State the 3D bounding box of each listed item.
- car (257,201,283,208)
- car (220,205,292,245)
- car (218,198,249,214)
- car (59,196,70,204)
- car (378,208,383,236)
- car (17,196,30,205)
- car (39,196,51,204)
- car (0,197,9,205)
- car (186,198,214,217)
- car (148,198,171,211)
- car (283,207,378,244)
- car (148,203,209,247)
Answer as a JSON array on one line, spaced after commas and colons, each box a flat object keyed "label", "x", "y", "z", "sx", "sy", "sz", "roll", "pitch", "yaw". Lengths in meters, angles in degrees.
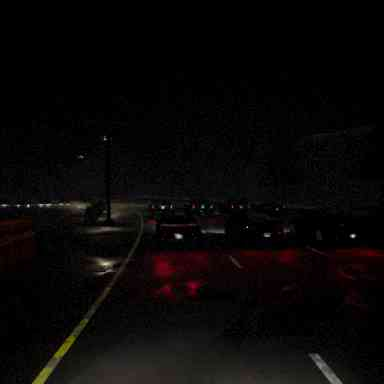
[{"label": "car", "x": 7.424, "y": 1.570, "z": 32.407, "sx": 1.994, "sy": 1.385, "sz": 4.181, "roll": 0, "pitch": 0, "yaw": -11}, {"label": "car", "x": 2.760, "y": 1.530, "z": 15.446, "sx": 1.812, "sy": 1.442, "sz": 4.674, "roll": 0, "pitch": 0, "yaw": -5}, {"label": "car", "x": 3.991, "y": 1.364, "z": 31.726, "sx": 2.097, "sy": 1.767, "sz": 4.553, "roll": 0, "pitch": 0, "yaw": -11}, {"label": "car", "x": -24.650, "y": 1.517, "z": 64.305, "sx": 2.033, "sy": 1.411, "sz": 5.357, "roll": 0, "pitch": 0, "yaw": -24}, {"label": "car", "x": 9.729, "y": 1.514, "z": 16.100, "sx": 1.837, "sy": 1.490, "sz": 4.892, "roll": 0, "pitch": 0, "yaw": -5}, {"label": "car", "x": -30.958, "y": 1.455, "z": 61.261, "sx": 1.882, "sy": 1.535, "sz": 5.008, "roll": 0, "pitch": 0, "yaw": -24}, {"label": "car", "x": -27.805, "y": 1.531, "z": 62.783, "sx": 1.994, "sy": 1.385, "sz": 4.181, "roll": 0, "pitch": 0, "yaw": -24}, {"label": "car", "x": -34.078, "y": 1.535, "z": 59.655, "sx": 1.994, "sy": 1.385, "sz": 4.181, "roll": 0, "pitch": 0, "yaw": -24}, {"label": "car", "x": 0.552, "y": 1.364, "z": 31.074, "sx": 2.097, "sy": 1.767, "sz": 4.553, "roll": 0, "pitch": 0, "yaw": -11}, {"label": "car", "x": -2.887, "y": 1.364, "z": 30.423, "sx": 2.097, "sy": 1.767, "sz": 4.553, "roll": 0, "pitch": 0, "yaw": -11}, {"label": "car", "x": 6.245, "y": 1.514, "z": 15.773, "sx": 1.837, "sy": 1.490, "sz": 4.892, "roll": 0, "pitch": 0, "yaw": -5}, {"label": "car", "x": -0.725, "y": 1.492, "z": 15.119, "sx": 2.128, "sy": 1.511, "sz": 4.902, "roll": 0, "pitch": 0, "yaw": -5}]
